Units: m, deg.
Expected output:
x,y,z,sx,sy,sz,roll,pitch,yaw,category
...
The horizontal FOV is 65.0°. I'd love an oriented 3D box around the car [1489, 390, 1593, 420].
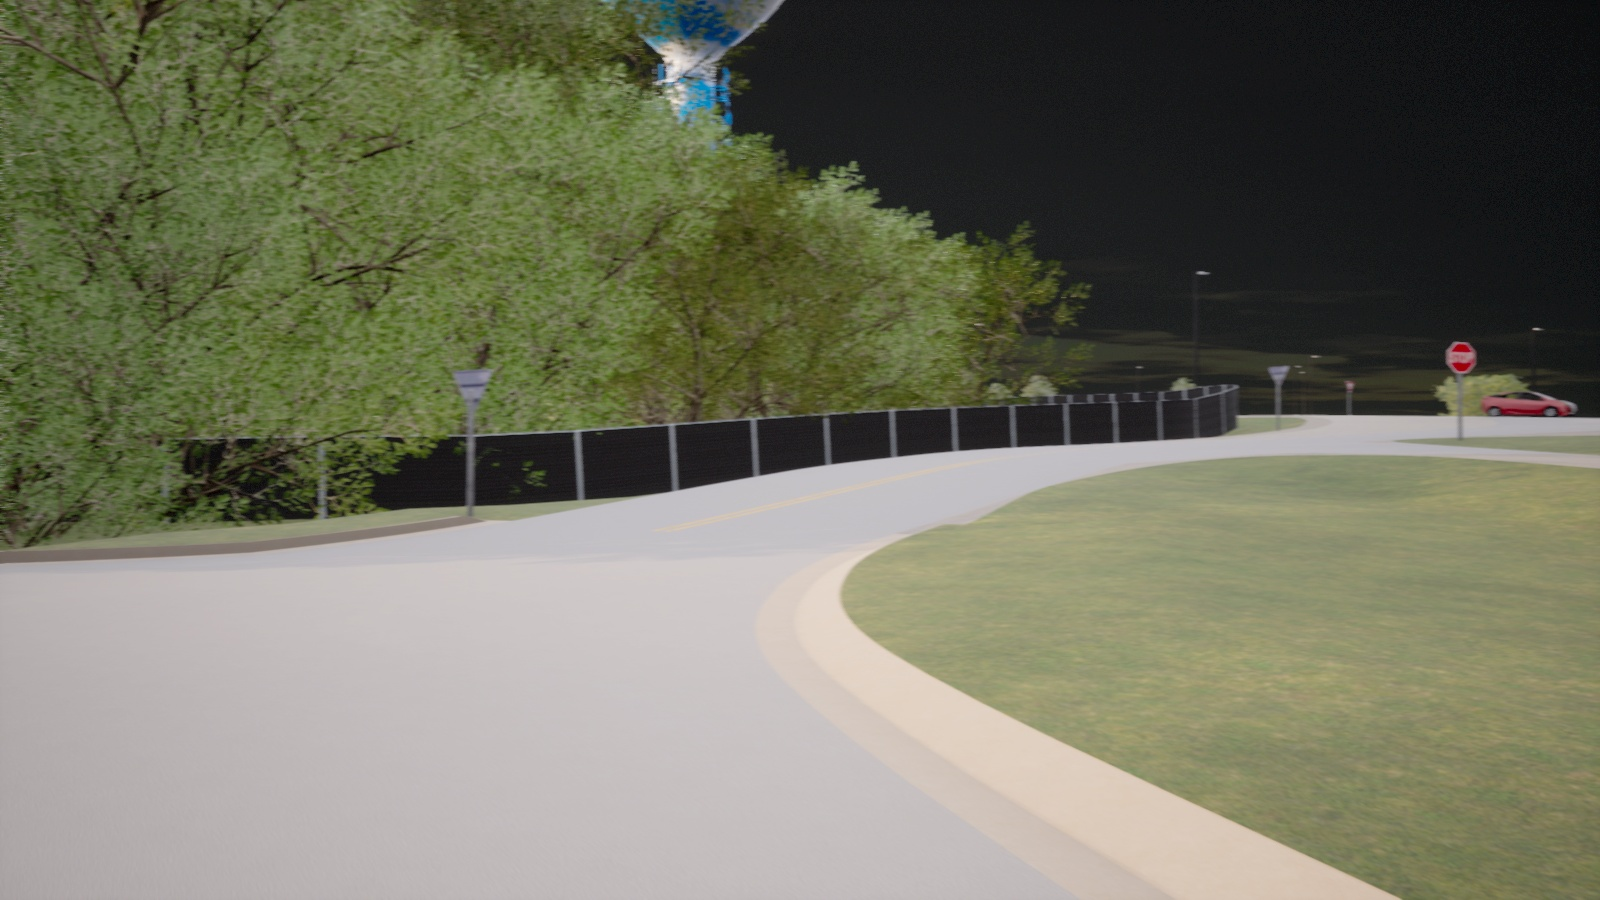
x,y,z,sx,sy,sz,roll,pitch,yaw,category
40.562,-2.465,68.792,2.007,1.525,4.514,0,2,-43,car
